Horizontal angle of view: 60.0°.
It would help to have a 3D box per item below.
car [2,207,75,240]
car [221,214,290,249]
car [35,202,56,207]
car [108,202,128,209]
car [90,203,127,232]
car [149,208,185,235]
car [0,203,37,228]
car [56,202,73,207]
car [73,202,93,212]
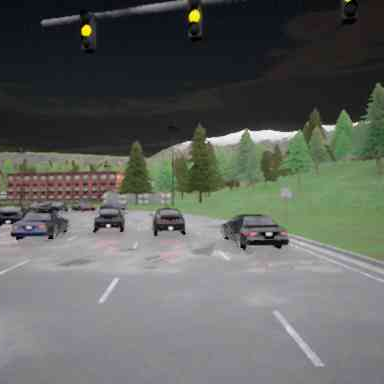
[{"bbox_3d":[-8.258,1.790,18.520,2.033,1.411,5.357,0,-1,-9],"label":"car"},{"bbox_3d":[2.714,1.715,15.433,2.033,1.411,5.357,0,-1,-6],"label":"car"},{"bbox_3d":[-19.661,2.065,42.669,1.837,1.490,4.892,1,0,-44],"label":"car"},{"bbox_3d":[-11.673,2.155,49.584,2.033,1.411,5.357,0,-1,-44],"label":"car"},{"bbox_3d":[-5.521,1.784,22.437,1.837,1.490,4.892,0,0,-11],"label":"car"},{"bbox_3d":[-1.565,1.750,20.756,1.837,1.490,4.892,0,0,-9],"label":"car"},{"bbox_3d":[-13.508,1.848,25.567,1.837,1.490,4.892,1,0,-17],"label":"car"},{"bbox_3d":[-19.281,2.133,47.104,4.674,1.442,1.812,-1,-1,42],"label":"car"},{"bbox_3d":[-16.205,2.184,49.174,4.181,1.385,1.994,-1,-1,44],"label":"car"}]
